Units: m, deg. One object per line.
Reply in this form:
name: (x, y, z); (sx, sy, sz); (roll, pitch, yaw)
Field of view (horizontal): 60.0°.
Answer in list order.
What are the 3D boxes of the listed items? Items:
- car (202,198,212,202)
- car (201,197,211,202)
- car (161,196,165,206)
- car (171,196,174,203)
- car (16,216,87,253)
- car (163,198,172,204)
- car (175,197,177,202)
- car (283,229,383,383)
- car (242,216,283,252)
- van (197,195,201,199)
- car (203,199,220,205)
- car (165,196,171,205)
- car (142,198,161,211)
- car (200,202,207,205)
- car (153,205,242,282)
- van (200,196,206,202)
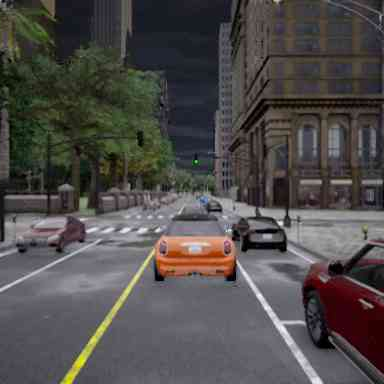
car: (2.721, 1.910, 46.063); (1.947, 1.339, 4.313); (0, 0, 0)
car: (2.716, 1.909, 51.653); (1.752, 1.417, 4.829); (0, 0, 0)
car: (-5.809, 1.824, 51.496); (1.967, 1.590, 4.097); (0, 0, 0)
car: (-5.829, 1.846, 73.178); (2.192, 1.841, 5.009); (0, 0, 0)
car: (-5.777, 1.693, 14.217); (1.802, 1.307, 4.206); (0, 0, 0)
car: (-5.832, 2.090, 78.427); (1.752, 1.417, 4.829); (0, 0, 0)
car: (-5.842, 1.950, 89.439); (2.192, 1.841, 5.009); (0, 0, 0)
car: (2.757, 1.342, 3.358); (2.192, 1.841, 5.009); (0, 0, 0)
car: (2.749, 1.676, 14.207); (1.947, 1.339, 4.313); (0, 0, 0)
van: (2.692, 1.906, 78.586); (1.690, 1.788, 3.998); (0, 0, 0)
car: (2.726, 1.871, 40.643); (1.947, 1.339, 4.313); (0, 0, 0)
car: (-5.823, 1.935, 67.757); (1.967, 1.590, 4.097); (0, 0, 0)
car: (-5.804, 1.896, 46.075); (2.008, 1.369, 4.403); (0, 0, 0)
car: (0.088, 1.837, 28.690); (1.895, 1.301, 4.718); (1, 0, 0)
car: (0.082, 1.431, 10.159); (2.097, 1.767, 4.553); (0, 0, 0)
van: (2.711, 1.762, 56.905); (1.690, 1.788, 3.998); (0, 0, 0)
